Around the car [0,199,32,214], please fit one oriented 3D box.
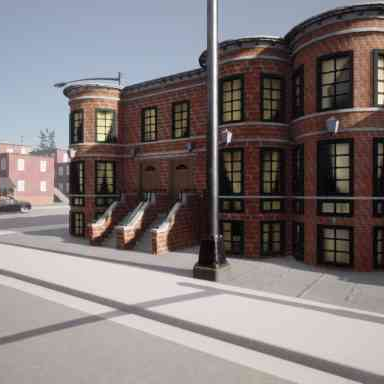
[{"bbox_3d":[-18.803,1.488,33.615,2.128,1.511,4.902,0,0,36],"label":"car"}]
